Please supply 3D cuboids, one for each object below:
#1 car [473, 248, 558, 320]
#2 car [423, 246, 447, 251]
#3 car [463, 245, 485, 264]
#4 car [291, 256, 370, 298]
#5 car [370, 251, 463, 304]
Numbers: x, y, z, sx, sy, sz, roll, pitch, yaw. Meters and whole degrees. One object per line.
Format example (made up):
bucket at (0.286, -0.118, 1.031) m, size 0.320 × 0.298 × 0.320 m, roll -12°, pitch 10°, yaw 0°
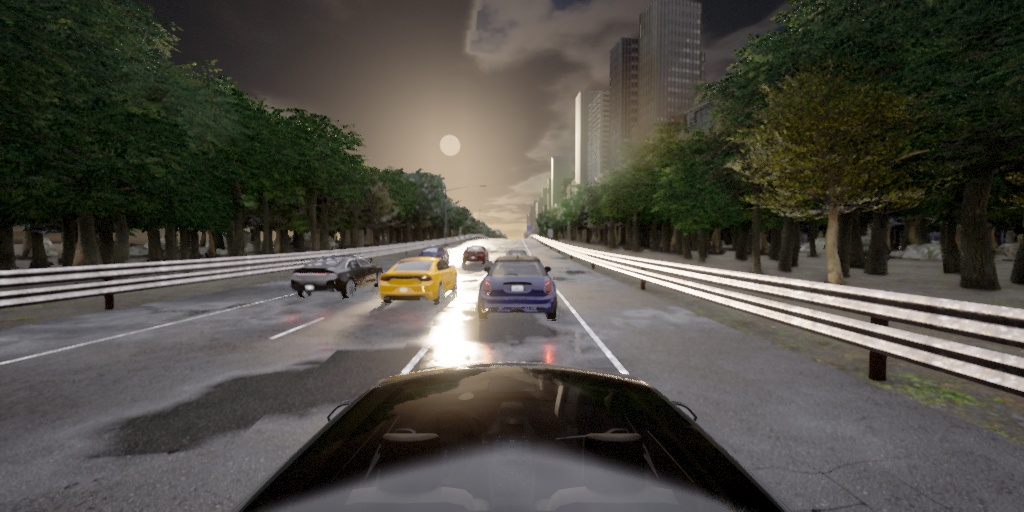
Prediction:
car at (0.174, 0.745, 11.185) m, size 2.097 × 1.767 × 4.553 m, roll 0°, pitch 2°, yaw 1°
car at (-6.596, -0.101, 30.510) m, size 1.812 × 1.442 × 4.674 m, roll 0°, pitch 4°, yaw 1°
car at (-3.089, -0.186, 31.129) m, size 1.882 × 1.535 × 5.008 m, roll 0°, pitch 4°, yaw 1°
car at (-6.778, 0.733, 14.489) m, size 2.128 × 1.511 × 4.902 m, roll 0°, pitch 3°, yaw 1°
car at (-3.291, 0.768, 13.473) m, size 1.882 × 1.535 × 5.008 m, roll 0°, pitch 3°, yaw 1°
